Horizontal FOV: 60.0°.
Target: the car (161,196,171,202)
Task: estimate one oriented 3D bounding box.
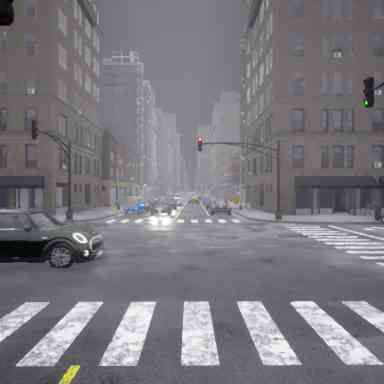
[{"bbox_3d":[-5.612,1.542,73.035,1.887,1.381,4.507,0,0,0],"label":"car"}]

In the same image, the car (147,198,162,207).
[{"bbox_3d":[-5.689,1.584,50.363,1.802,1.307,4.206,0,0,0],"label":"car"}]

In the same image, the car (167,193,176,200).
[{"bbox_3d":[-5.554,1.305,90.041,2.192,1.841,5.009,0,0,0],"label":"car"}]

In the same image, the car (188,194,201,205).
[{"bbox_3d":[0.302,1.527,59.473,1.812,1.442,4.674,0,0,1],"label":"car"}]

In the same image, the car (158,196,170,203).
[{"bbox_3d":[-5.631,1.565,67.367,1.947,1.339,4.313,0,0,0],"label":"car"}]

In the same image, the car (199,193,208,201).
[{"bbox_3d":[2.952,1.308,84.354,2.192,1.841,5.009,0,0,0],"label":"car"}]

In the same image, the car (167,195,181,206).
[{"bbox_3d":[-2.952,1.494,43.743,2.128,1.511,4.902,0,0,0],"label":"car"}]

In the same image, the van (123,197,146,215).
[{"bbox_3d":[-5.747,1.342,33.358,1.690,1.788,3.998,0,0,0],"label":"van"}]

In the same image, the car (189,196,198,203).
[{"bbox_3d":[0.293,1.600,69.719,1.895,1.301,4.718,0,0,1],"label":"car"}]

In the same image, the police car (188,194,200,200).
[{"bbox_3d":[0.596,1.413,95.351,1.930,1.638,5.238,0,0,-16],"label":"police car"}]

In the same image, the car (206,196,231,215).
[{"bbox_3d":[2.778,1.441,33.331,1.967,1.590,4.097,0,0,0],"label":"car"}]

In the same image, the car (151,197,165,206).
[{"bbox_3d":[-5.670,1.567,56.031,1.947,1.339,4.313,0,0,0],"label":"car"}]

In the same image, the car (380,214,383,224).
[{"bbox_3d":[14.356,1.520,20.678,4.892,1.490,1.837,0,0,0],"label":"car"}]

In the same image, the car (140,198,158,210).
[{"bbox_3d":[-5.708,1.568,44.694,1.947,1.339,4.313,0,0,0],"label":"car"}]

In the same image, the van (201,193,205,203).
[{"bbox_3d":[2.855,1.343,56.007,1.690,1.788,3.998,0,0,0],"label":"van"}]

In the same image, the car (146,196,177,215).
[{"bbox_3d":[-2.992,1.493,33.498,2.128,1.511,4.902,0,0,0],"label":"car"}]

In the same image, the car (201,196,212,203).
[{"bbox_3d":[2.895,1.550,67.346,2.008,1.369,4.403,0,0,0],"label":"car"}]

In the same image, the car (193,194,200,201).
[{"bbox_3d":[1.090,1.446,89.522,1.801,1.575,5.366,0,0,0],"label":"car"}]

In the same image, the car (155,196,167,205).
[{"bbox_3d":[-5.651,1.526,61.529,1.752,1.417,4.829,0,0,0],"label":"car"}]

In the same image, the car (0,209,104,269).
[{"bbox_3d":[-5.191,1.348,10.603,4.553,1.767,2.097,0,0,0],"label":"car"}]

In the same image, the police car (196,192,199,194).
[{"bbox_3d":[1.065,1.420,79.427,1.930,1.638,5.238,0,0,-1],"label":"police car"}]

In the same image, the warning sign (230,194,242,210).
[{"bbox_3d":[5.200,1.117,39.317,1.300,1.860,1.060,0,0,0],"label":"warning sign"}]

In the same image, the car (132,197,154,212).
[{"bbox_3d":[-5.728,1.442,39.026,1.967,1.590,4.097,0,0,0],"label":"car"}]

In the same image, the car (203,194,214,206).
[{"bbox_3d":[2.817,1.442,44.669,1.967,1.590,4.097,0,0,0],"label":"car"}]

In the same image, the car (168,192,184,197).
[{"bbox_3d":[-2.903,1.223,54.473,2.150,2.045,5.566,0,0,0],"label":"car"}]
